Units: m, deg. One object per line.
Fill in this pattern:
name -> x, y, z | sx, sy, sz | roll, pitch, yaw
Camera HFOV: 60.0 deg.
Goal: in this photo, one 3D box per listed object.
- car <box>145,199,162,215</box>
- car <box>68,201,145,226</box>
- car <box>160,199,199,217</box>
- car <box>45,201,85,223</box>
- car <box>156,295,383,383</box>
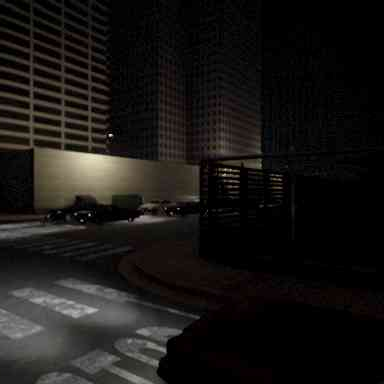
car -> -3.245, 1.450, 32.794 | 1.812, 1.442, 4.674 | 0, 0, 35
car -> -5.803, 1.528, 23.178 | 1.895, 1.301, 4.718 | 0, 0, 35
car -> -0.491, 1.528, 30.653 | 1.895, 1.301, 4.718 | 0, 0, 35
car -> -8.616, 1.415, 25.262 | 2.128, 1.511, 4.902 | 0, 0, 35
car -> 1.984, 1.601, 2.585 | 4.718, 1.301, 1.895 | 0, 0, 37
